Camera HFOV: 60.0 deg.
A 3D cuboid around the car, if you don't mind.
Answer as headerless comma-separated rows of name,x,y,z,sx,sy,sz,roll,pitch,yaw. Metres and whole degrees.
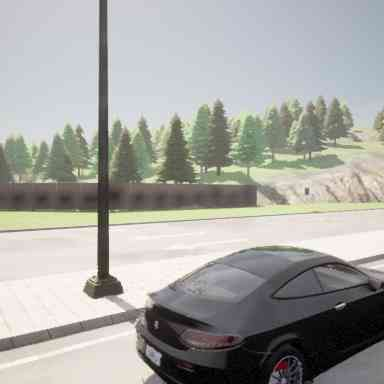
car,1.467,1.526,4.798,4.674,1.442,1.812,0,0,-35
